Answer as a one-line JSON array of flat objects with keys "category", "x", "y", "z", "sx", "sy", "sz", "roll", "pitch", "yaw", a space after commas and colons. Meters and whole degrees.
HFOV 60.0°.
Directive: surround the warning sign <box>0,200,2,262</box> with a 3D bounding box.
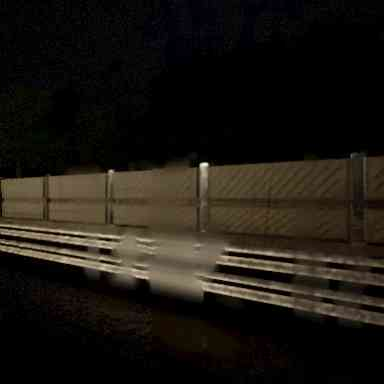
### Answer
[{"category": "warning sign", "x": -6.554, "y": 1.188, "z": 9.823, "sx": 1.060, "sy": 1.860, "sz": 1.300, "roll": -1, "pitch": 0, "yaw": 35}]
